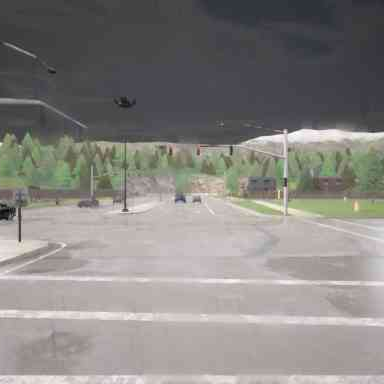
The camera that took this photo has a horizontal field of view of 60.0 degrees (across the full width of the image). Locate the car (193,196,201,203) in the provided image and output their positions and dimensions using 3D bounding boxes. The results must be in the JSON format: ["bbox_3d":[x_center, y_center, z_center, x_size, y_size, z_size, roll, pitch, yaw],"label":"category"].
[{"bbox_3d":[1.043,1.546,69.931,2.033,1.411,5.357,0,0,1],"label":"car"}]

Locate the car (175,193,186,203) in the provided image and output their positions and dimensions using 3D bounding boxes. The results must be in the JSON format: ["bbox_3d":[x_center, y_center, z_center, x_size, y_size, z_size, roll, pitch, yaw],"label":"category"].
[{"bbox_3d":[-2.469,1.223,70.442,2.150,2.045,5.566,0,0,1],"label":"car"}]

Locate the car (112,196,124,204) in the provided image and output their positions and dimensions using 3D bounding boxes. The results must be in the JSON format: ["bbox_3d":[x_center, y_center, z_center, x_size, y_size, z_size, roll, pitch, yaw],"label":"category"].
[{"bbox_3d":[-14.124,1.564,64.777,1.837,1.490,4.892,0,0,1],"label":"car"}]

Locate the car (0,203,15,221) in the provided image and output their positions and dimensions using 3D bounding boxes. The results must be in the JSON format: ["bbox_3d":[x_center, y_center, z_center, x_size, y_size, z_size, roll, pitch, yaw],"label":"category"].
[{"bbox_3d":[-14.833,1.477,24.024,1.882,1.535,5.008,0,0,1],"label":"car"}]

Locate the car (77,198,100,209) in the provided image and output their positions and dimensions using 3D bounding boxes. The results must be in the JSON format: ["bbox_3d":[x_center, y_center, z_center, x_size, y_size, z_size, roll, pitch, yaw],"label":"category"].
[{"bbox_3d":[-14.487,1.547,46.946,2.033,1.411,5.357,0,0,1],"label":"car"}]
